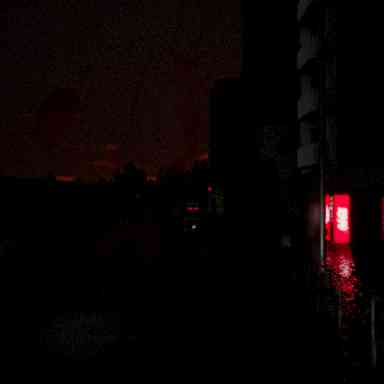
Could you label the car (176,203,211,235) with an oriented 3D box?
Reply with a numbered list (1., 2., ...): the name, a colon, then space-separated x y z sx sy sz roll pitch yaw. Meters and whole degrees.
1. car: 0.098 1.614 19.653 2.128 1.511 4.902 0 0 0
